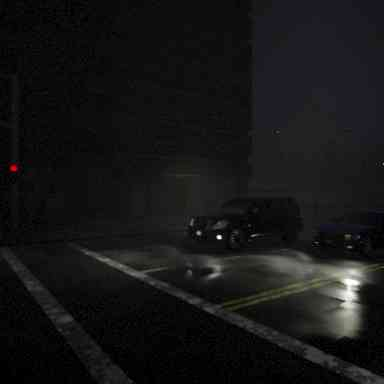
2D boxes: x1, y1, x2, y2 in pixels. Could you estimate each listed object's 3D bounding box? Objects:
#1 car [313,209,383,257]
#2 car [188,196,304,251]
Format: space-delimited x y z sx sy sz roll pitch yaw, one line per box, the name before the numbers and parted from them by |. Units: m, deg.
car | 6.830 1.465 13.136 5.008 1.535 1.882 0 0 -35
car | 2.493 1.212 14.359 5.566 2.045 2.150 0 0 -36
